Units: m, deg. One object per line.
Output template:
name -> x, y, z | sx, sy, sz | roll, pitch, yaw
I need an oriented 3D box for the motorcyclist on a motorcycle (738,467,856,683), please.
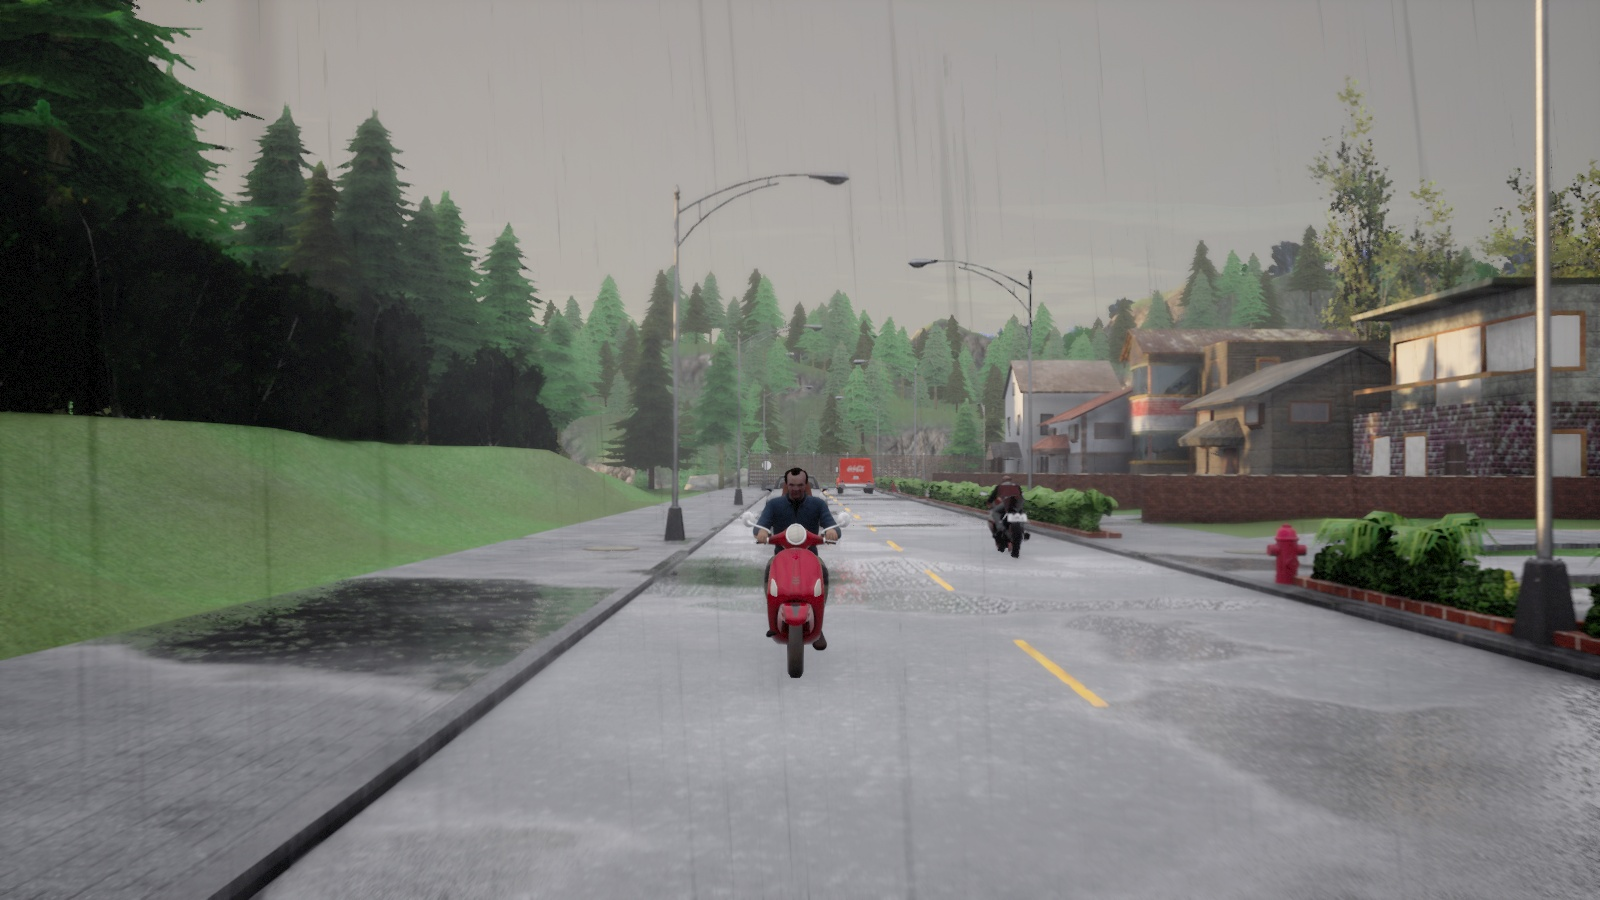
motorcyclist on a motorcycle -> -0.025, 0.939, 10.197 | 0.866, 1.590, 1.817 | 0, -1, 0

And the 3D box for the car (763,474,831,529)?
car -> -0.081, 1.432, 36.057 | 1.816, 1.474, 4.193 | 0, -1, 0

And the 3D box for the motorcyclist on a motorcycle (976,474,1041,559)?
motorcyclist on a motorcycle -> 3.942, 1.235, 23.952 | 0.866, 1.530, 2.191 | 0, -1, 0

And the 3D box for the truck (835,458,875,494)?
truck -> 3.837, 1.798, 88.757 | 2.627, 2.467, 5.204 | 0, -1, 0
